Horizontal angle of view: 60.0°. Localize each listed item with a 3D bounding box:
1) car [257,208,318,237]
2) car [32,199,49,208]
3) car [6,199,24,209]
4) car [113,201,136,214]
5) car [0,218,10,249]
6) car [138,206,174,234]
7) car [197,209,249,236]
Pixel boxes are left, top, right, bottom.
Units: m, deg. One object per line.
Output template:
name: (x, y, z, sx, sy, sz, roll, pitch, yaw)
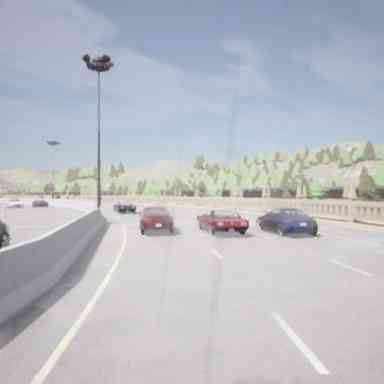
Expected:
car: (5.140, 1.578, 18.401, 1.994, 1.385, 4.181, 0, 0, -10)
car: (-23.868, 1.764, 52.360, 1.994, 1.385, 4.181, 0, 0, -34)
car: (-26.765, 1.735, 50.351, 1.812, 1.442, 4.674, 0, 0, -34)
car: (-7.696, 1.705, 37.483, 1.895, 1.301, 4.718, 0, 0, -23)
car: (-8.094, 1.562, 11.697, 1.837, 1.490, 4.892, 0, 0, -8)
car: (-2.179, 1.573, 19.580, 1.812, 1.442, 4.674, 0, 0, -11)
car: (1.566, 1.630, 18.810, 1.895, 1.301, 4.718, 0, 0, -11)
